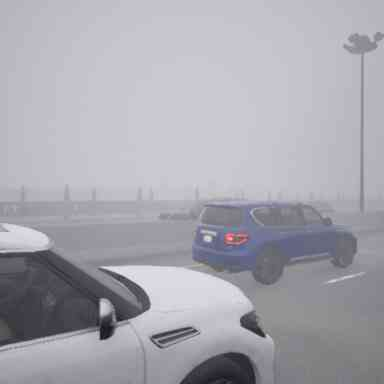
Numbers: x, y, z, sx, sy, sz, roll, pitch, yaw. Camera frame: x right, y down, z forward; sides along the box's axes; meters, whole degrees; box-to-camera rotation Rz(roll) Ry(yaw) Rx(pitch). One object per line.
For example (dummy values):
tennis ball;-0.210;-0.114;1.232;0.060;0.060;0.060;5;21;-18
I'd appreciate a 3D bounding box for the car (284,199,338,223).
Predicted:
car;10.185;1.552;28.411;4.553;1.767;2.097;0;0;-35

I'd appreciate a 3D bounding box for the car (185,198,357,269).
car;2.587;1.285;9.880;5.566;2.045;2.150;1;0;-35

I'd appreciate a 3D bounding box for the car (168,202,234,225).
car;0.754;1.619;26.022;4.902;1.511;2.128;1;0;-35

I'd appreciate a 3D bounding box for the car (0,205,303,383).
car;-1.849;1.219;2.450;5.566;2.045;2.150;1;0;-36
